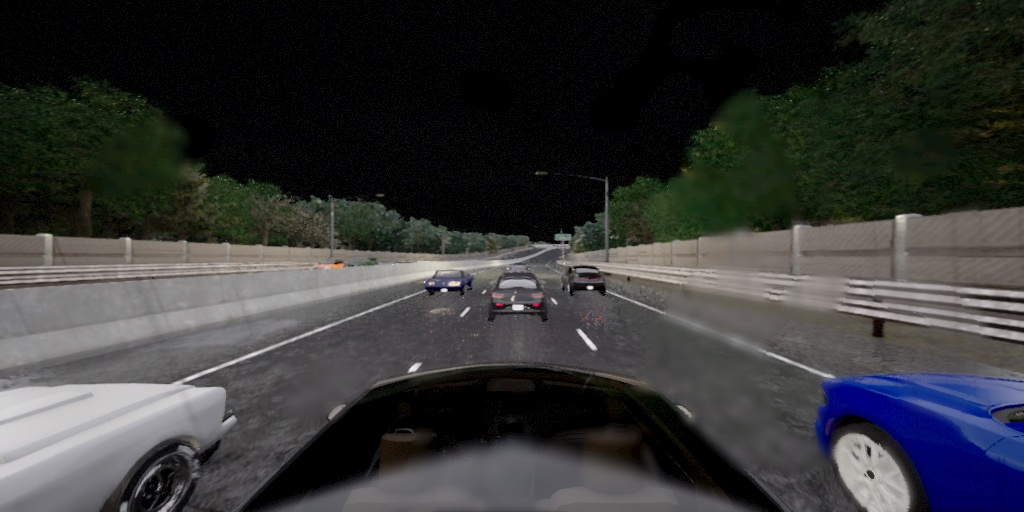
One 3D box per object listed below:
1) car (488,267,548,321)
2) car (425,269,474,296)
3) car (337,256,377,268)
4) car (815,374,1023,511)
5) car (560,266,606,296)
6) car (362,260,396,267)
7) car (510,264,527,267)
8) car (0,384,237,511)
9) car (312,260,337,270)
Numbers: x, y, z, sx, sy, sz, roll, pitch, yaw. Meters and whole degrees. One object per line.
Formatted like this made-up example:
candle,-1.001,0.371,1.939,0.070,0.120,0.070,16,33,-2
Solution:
car,0.198,1.280,12.355,1.812,1.442,4.674,0,0,1
car,-3.210,1.365,19.437,1.895,1.301,4.718,0,0,1
car,-16.845,1.067,40.294,2.150,2.045,5.566,0,-1,2
car,3.605,1.232,1.082,1.882,1.535,5.008,0,0,0
car,3.798,1.279,19.633,1.837,1.490,4.892,0,0,1
car,-13.429,1.383,38.058,2.033,1.411,5.357,0,0,2
car,0.549,1.362,30.899,2.033,1.411,5.357,0,0,2
car,-3.399,1.347,1.039,1.895,1.301,4.718,0,0,0
car,-20.342,1.190,40.252,2.097,1.767,4.553,0,0,2
